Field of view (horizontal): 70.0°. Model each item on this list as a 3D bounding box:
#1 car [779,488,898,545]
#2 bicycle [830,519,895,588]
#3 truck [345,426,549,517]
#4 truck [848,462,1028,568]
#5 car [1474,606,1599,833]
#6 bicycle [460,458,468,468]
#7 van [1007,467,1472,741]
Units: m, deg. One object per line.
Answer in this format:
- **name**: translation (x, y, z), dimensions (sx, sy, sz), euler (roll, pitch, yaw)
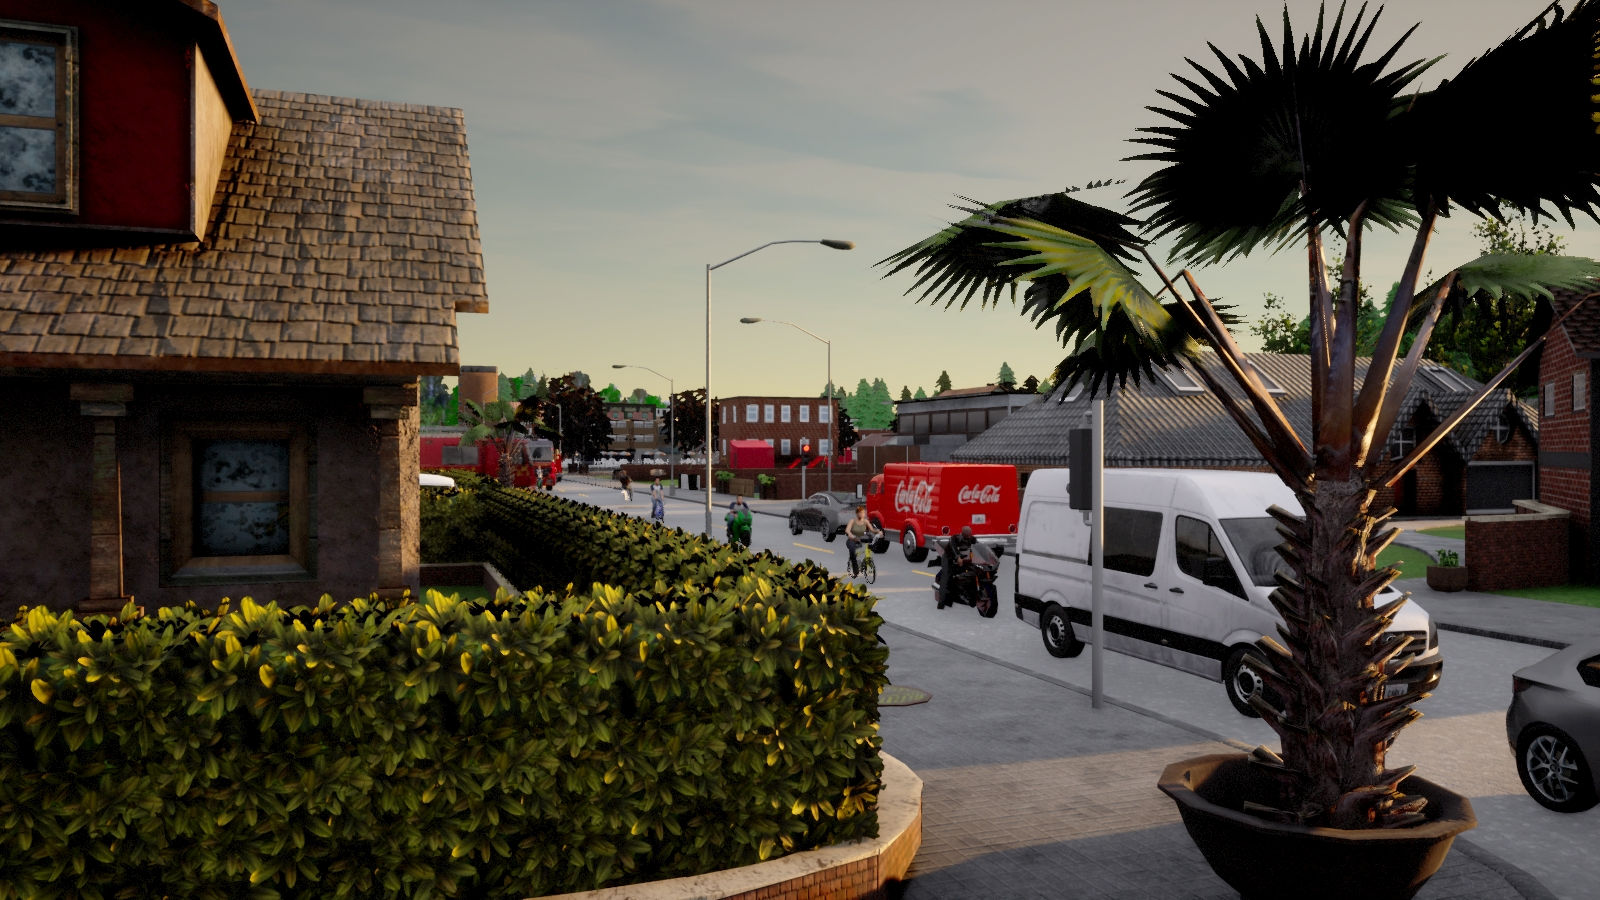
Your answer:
- **car**: translation (1.122, 2.053, 36.412), dimensions (2.128, 1.511, 4.902), euler (0, 0, -20)
- **bicycle**: translation (1.299, 2.163, 24.209), dimensions (0.859, 1.276, 1.487), euler (0, 1, -20)
- **truck**: translation (-15.737, 0.891, 51.003), dimensions (8.468, 3.827, 2.891), euler (0, 0, -23)
- **truck**: translation (3.468, 1.570, 29.990), dimensions (2.627, 2.467, 5.204), euler (0, 0, -20)
- **car**: translation (6.934, 2.069, 7.650), dimensions (1.816, 1.474, 4.193), euler (0, 0, -12)
- **bicycle**: translation (-53.331, 2.064, 181.323), dimensions (0.329, 1.471, 1.835), euler (-5, -1, 9)
- **van**: translation (4.966, 1.538, 14.186), dimensions (1.988, 2.561, 5.915), euler (0, 0, -20)
